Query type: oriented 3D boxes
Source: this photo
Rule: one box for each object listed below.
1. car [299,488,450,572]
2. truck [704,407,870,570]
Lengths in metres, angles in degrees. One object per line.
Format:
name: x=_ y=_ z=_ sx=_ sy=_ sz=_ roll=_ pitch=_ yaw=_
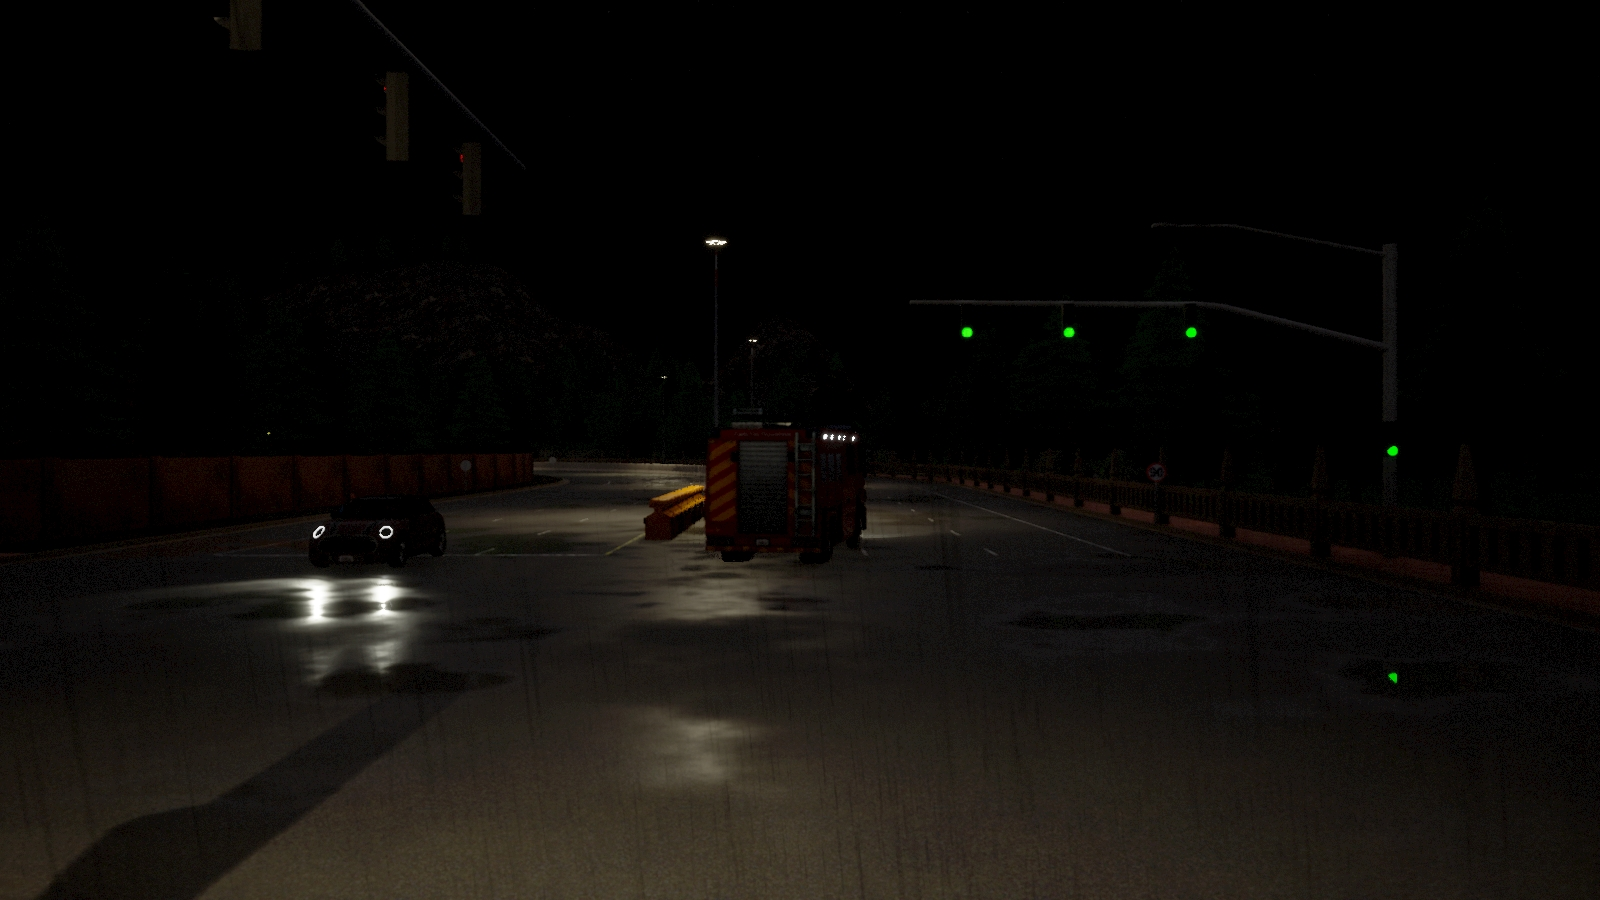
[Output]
car: x=-10.503 y=1.923 z=28.612 sx=2.097 sy=1.767 sz=4.553 roll=0 pitch=0 yaw=0
truck: x=-0.086 y=0.909 z=31.235 sx=2.891 sy=3.827 sz=8.468 roll=0 pitch=0 yaw=11
